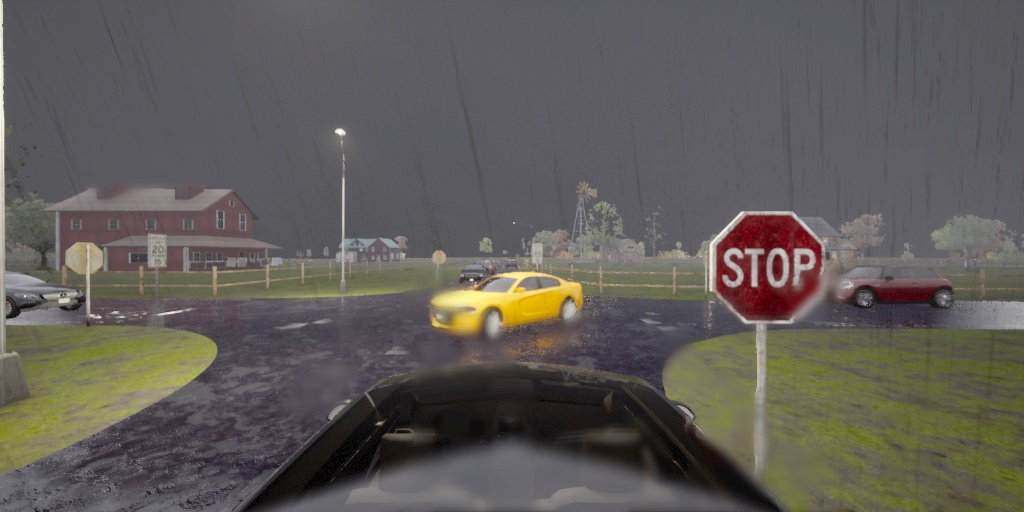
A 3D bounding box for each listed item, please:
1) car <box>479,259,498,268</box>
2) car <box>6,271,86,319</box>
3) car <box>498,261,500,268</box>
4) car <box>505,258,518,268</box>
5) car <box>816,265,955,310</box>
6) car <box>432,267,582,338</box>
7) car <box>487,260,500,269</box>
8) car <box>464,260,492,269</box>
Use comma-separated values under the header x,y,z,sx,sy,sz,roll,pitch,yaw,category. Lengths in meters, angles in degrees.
x,y,z,sx,sy,sz,roll,pitch,yaw,category
-2.914,1.095,37.662,2.097,1.767,4.553,0,0,0,car
-17.243,1.228,11.942,4.674,1.442,1.812,0,0,0,car
-2.920,1.244,47.641,1.837,1.490,4.892,0,0,0,car
-0.031,1.236,59.905,1.837,1.490,4.892,0,0,0,car
14.893,1.153,14.702,4.553,1.767,2.097,0,0,0,car
0.054,1.227,10.495,5.008,1.535,1.882,0,-1,-44,car
-2.915,1.333,57.730,1.895,1.301,4.718,0,0,0,car
-2.875,1.294,27.671,2.033,1.411,5.357,0,0,-1,car
